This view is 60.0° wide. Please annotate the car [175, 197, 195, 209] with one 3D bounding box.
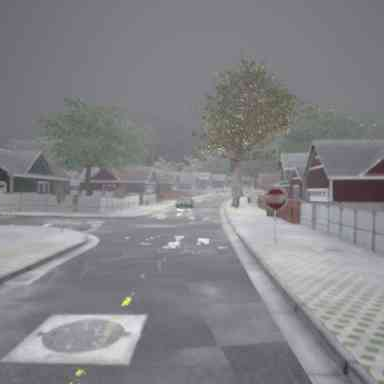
[{"bbox_3d":[-0.763,1.250,39.540,1.994,1.385,4.181,0,1,5],"label":"car"}]
